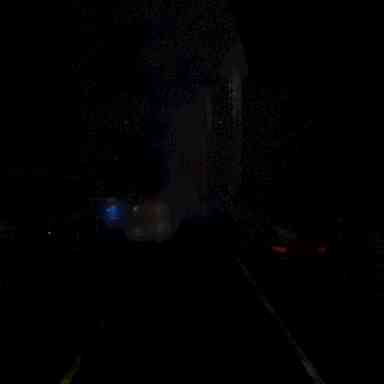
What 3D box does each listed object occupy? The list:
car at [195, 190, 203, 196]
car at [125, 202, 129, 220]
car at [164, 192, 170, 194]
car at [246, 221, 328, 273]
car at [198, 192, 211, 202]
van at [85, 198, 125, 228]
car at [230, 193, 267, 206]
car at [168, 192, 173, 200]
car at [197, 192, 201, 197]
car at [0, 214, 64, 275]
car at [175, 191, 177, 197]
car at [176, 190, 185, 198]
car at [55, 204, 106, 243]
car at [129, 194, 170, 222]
[{"bbox_3d":[2.590,0.824,81.132,2.192,1.841,5.009,0,0,0],"label":"car"},{"bbox_3d":[-5.757,1.470,26.924,1.802,1.307,4.206,0,0,0],"label":"car"},{"bbox_3d":[-5.794,1.232,64.134,1.802,1.307,4.206,0,0,0],"label":"car"},{"bbox_3d":[2.766,1.554,10.260,1.802,1.307,4.206,0,0,0],"label":"car"},{"bbox_3d":[2.731,1.215,64.203,1.947,1.339,4.313,0,0,0],"label":"car"},{"bbox_3d":[-5.757,1.259,21.371,1.690,1.788,3.998,0,0,0],"label":"van"},{"bbox_3d":[8.693,1.237,51.517,5.566,2.045,2.150,-1,0,0],"label":"car"},{"bbox_3d":[-5.889,0.997,75.421,1.967,1.590,4.097,0,0,0],"label":"car"},{"bbox_3d":[2.683,1.148,69.847,1.887,1.381,4.507,0,0,0],"label":"car"},{"bbox_3d":[-5.761,1.555,10.266,1.802,1.307,4.206,0,0,0],"label":"car"},{"bbox_3d":[-6.031,0.960,92.354,2.008,1.369,4.403,0,1,0],"label":"car"},{"bbox_3d":[-3.277,0.925,92.913,2.128,1.511,4.902,0,1,0],"label":"car"},{"bbox_3d":[-5.759,1.492,15.821,1.887,1.381,4.507,0,0,0],"label":"car"},{"bbox_3d":[-3.064,1.249,25.068,2.097,1.767,4.553,0,0,0],"label":"car"}]
